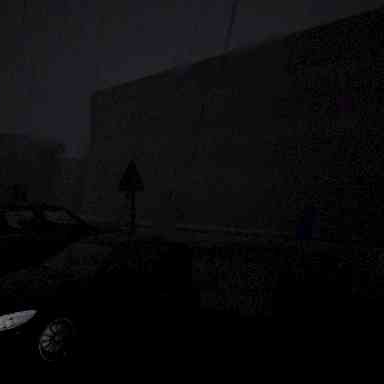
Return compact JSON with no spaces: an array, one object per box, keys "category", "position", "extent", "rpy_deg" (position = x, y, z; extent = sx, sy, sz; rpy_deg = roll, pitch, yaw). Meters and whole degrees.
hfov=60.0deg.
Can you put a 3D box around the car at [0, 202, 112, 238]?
[{"category":"car","position":[-3.862,1.257,7.766],"extent":[2.435,2.045,5.566],"rpy_deg":[0,0,35]}]

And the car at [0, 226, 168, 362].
[{"category":"car","position":[-1.573,1.539,6.108],"extent":[2.002,1.452,4.674],"rpy_deg":[0,0,35]}]

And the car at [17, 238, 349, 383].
[{"category":"car","position":[0.733,1.488,4.473],"extent":[2.097,1.535,5.008],"rpy_deg":[0,0,35]}]
